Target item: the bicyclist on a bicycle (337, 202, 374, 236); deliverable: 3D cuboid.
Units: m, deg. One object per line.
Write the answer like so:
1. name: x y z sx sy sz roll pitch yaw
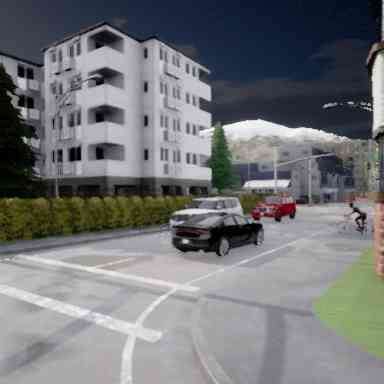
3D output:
1. bicyclist on a bicycle: 8.055 1.348 16.458 1.656 1.620 0.582 -1 -1 35

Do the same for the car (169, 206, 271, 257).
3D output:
1. car: 1.212 1.550 13.441 1.882 1.535 5.008 -1 -1 36

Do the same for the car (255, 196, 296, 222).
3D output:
1. car: 7.019 1.345 28.094 2.150 2.045 5.566 -1 0 35

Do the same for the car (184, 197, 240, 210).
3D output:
1. car: 1.027 1.332 19.462 2.150 2.045 5.566 -1 0 35
